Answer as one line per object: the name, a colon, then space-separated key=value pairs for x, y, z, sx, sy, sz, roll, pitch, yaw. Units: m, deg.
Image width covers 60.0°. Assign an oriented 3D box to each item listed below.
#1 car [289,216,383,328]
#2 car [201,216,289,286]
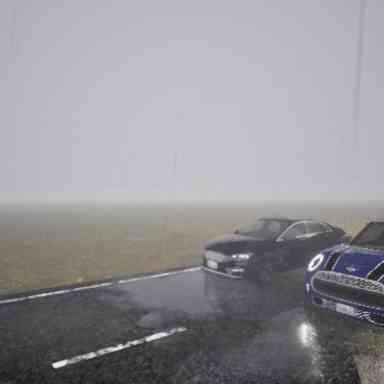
car: x=4.344 y=1.337 z=6.785 sx=4.553 sy=1.767 sz=2.097 roll=0 pitch=0 yaw=-35
car: x=2.484 y=1.476 z=9.450 sx=4.902 sy=1.511 sz=2.128 roll=0 pitch=0 yaw=-35
